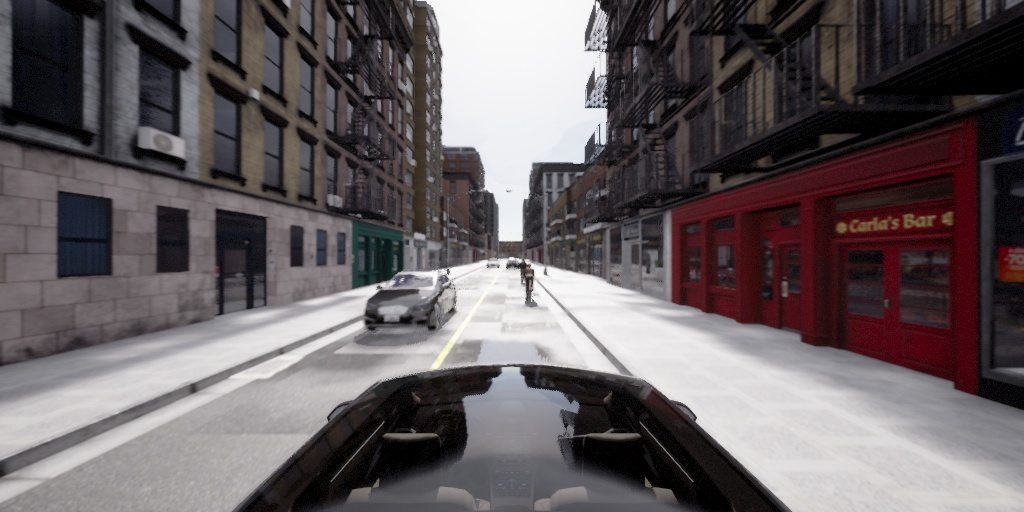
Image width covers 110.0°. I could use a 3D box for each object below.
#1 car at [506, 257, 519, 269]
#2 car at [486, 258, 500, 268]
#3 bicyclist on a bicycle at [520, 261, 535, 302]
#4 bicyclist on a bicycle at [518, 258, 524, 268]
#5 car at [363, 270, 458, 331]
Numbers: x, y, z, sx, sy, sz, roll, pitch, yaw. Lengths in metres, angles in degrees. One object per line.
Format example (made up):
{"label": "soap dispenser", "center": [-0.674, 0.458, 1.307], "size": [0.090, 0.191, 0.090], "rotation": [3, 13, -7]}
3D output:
{"label": "car", "center": [0.095, 1.150, 52.239], "size": [1.895, 1.301, 4.718], "rotation": [0, 0, 0]}
{"label": "car", "center": [-2.806, 1.068, 53.699], "size": [1.812, 1.442, 4.674], "rotation": [0, 0, 0]}
{"label": "bicyclist on a bicycle", "center": [0.758, 1.152, 15.531], "size": [0.582, 1.620, 1.656], "rotation": [0, 0, 0]}
{"label": "bicyclist on a bicycle", "center": [0.759, 1.033, 25.156], "size": [0.659, 1.776, 1.843], "rotation": [0, 0, 0]}
{"label": "car", "center": [-2.849, 1.207, 10.963], "size": [2.128, 1.511, 4.902], "rotation": [0, 0, 0]}
